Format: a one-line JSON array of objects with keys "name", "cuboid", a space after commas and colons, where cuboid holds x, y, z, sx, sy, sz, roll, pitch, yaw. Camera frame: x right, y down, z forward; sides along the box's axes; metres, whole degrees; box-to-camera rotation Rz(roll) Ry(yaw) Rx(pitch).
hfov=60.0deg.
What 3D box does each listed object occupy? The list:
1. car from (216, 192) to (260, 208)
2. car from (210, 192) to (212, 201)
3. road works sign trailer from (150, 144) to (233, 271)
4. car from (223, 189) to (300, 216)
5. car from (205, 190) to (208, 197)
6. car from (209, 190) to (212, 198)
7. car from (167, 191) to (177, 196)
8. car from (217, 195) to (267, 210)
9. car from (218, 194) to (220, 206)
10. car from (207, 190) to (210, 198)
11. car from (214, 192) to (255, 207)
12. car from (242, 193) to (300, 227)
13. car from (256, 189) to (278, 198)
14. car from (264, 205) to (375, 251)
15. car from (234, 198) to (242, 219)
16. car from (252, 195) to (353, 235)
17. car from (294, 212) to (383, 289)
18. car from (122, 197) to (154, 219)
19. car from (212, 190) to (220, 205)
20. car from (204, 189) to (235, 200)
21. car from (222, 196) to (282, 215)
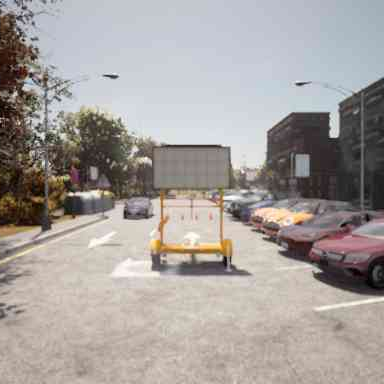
[{"name": "car", "cuboid": [5.321, 0.901, 38.650, 4.553, 1.767, 2.185, 1, 0, -20]}, {"name": "car", "cuboid": [5.364, 1.009, 44.662, 4.674, 1.452, 2.002, 1, 1, -20]}, {"name": "road works sign trailer", "cuboid": [-0.011, 0.328, 10.338, 2.380, 3.560, 2.880, 0, 1, 0]}, {"name": "car", "cuboid": [5.308, 0.937, 23.619, 5.566, 2.045, 2.435, 1, 1, -20]}, {"name": "car", "cuboid": [5.189, 0.824, 59.616, 5.366, 1.575, 1.946, 1, 1, -20]}, {"name": "car", "cuboid": [5.401, 0.815, 47.668, 4.553, 1.767, 2.185, 1, 1, -20]}, {"name": "car", "cuboid": [-4.052, 0.461, 66.353, 1.812, 1.442, 4.674, 0, 1, 0]}, {"name": "car", "cuboid": [5.321, 1.087, 35.638, 4.792, 1.488, 2.163, 1, 1, -20]}, {"name": "car", "cuboid": [5.151, 1.150, 26.579, 5.366, 1.575, 1.946, 1, 1, -20]}, {"name": "car", "cuboid": [5.362, 0.912, 50.673, 5.008, 1.535, 2.097, 1, 0, -20]}, {"name": "car", "cuboid": [5.327, 0.872, 41.652, 4.553, 1.767, 2.185, 1, 0, -20]}, {"name": "car", "cuboid": [5.339, 1.134, 17.646, 4.553, 1.767, 2.185, 1, 1, -20]}, {"name": "car", "cuboid": [18.332, 0.381, 81.705, 2.435, 2.045, 5.566, 0, 1, -21]}, {"name": "car", "cuboid": [5.271, 1.362, 11.627, 4.792, 1.488, 2.163, 1, 1, -20]}, {"name": "car", "cuboid": [5.308, 1.263, 20.645, 4.674, 1.452, 2.002, 1, 0, -20]}, {"name": "car", "cuboid": [5.334, 1.170, 14.645, 4.553, 1.767, 2.185, 1, 1, -20]}, {"name": "car", "cuboid": [5.299, 1.411, 8.636, 4.674, 1.452, 2.002, 0, 1, -20]}, {"name": "car", "cuboid": [-4.037, 1.174, 25.492, 2.128, 1.511, 4.902, 0, 1, 0]}, {"name": "car", "cuboid": [5.317, 0.838, 32.635, 5.566, 2.045, 2.435, 1, 1, -20]}, {"name": "car", "cuboid": [5.375, 0.522, 65.707, 5.566, 2.045, 2.435, 1, 0, -20]}, {"name": "car", "cuboid": [5.303, 1.151, 29.637, 4.792, 1.488, 2.163, 1, 1, -20]}]
